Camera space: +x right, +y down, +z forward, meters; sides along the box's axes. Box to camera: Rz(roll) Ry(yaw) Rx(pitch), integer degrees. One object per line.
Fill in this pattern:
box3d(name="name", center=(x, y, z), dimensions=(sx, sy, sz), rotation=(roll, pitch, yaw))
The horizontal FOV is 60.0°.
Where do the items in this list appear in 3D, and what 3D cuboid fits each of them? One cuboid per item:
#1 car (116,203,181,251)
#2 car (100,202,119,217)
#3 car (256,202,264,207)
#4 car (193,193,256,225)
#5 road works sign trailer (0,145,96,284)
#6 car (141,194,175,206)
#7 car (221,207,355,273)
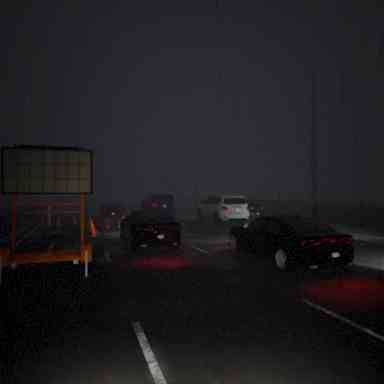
box3d(name="car", center=(-1.925, 1.475, 14.363), dimensions=(1.882, 1.535, 5.008), rotation=(0, 0, -19))
box3d(name="car", center=(-7.707, 1.596, 31.590), dimensions=(1.895, 1.301, 4.718), rotation=(0, 0, -19))
box3d(name="car", center=(4.415, 1.487, 28.475), dimensions=(2.128, 1.511, 4.902), rotation=(0, 0, -19))
box3d(name="car", center=(2.129, 1.220, 24.286), dimensions=(2.150, 2.045, 5.566), rotation=(0, 0, -19))
box3d(name="road works sign trailer", center=(-4.180, 0.463, 9.771), dimensions=(2.380, 3.560, 2.880), rotation=(0, 0, -19))
box3d(name="car", center=(-2.997, 1.216, 28.562), dimensions=(2.150, 2.045, 5.566), rotation=(0, 0, -19))
box3d(name="car", center=(2.920, 1.476, 10.932), dimensions=(1.882, 1.535, 5.008), rotation=(0, 0, -19))
